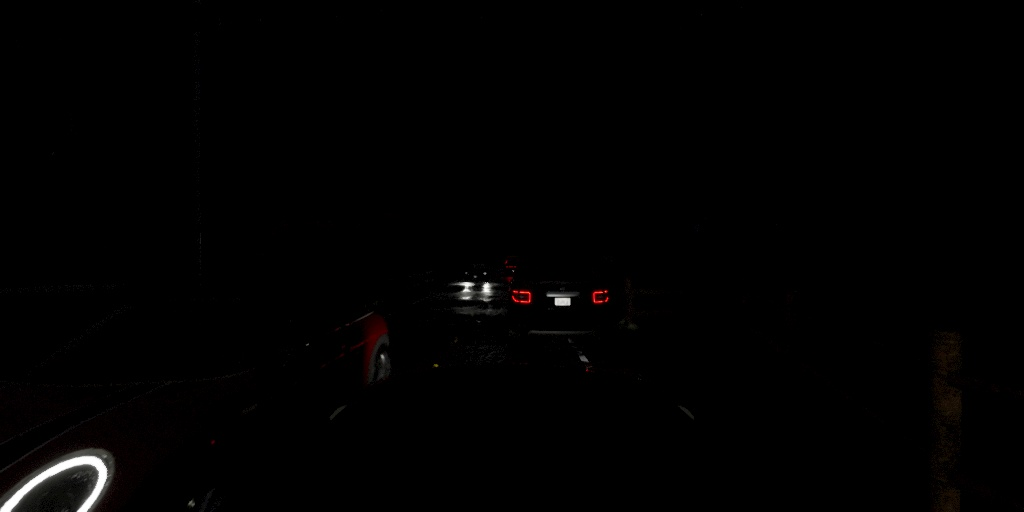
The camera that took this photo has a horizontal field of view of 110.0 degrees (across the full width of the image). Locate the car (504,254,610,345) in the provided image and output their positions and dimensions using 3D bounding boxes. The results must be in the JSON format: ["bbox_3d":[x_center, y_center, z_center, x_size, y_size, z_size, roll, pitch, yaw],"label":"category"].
[{"bbox_3d":[0.978,0.972,9.582,2.150,2.045,5.566,0,0,0],"label":"car"}]

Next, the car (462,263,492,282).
[{"bbox_3d":[-2.707,1.276,28.797,1.812,1.442,4.674,0,0,0],"label":"car"}]

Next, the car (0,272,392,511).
[{"bbox_3d":[-2.845,1.101,3.472,2.097,1.767,4.553,0,0,0],"label":"car"}]
